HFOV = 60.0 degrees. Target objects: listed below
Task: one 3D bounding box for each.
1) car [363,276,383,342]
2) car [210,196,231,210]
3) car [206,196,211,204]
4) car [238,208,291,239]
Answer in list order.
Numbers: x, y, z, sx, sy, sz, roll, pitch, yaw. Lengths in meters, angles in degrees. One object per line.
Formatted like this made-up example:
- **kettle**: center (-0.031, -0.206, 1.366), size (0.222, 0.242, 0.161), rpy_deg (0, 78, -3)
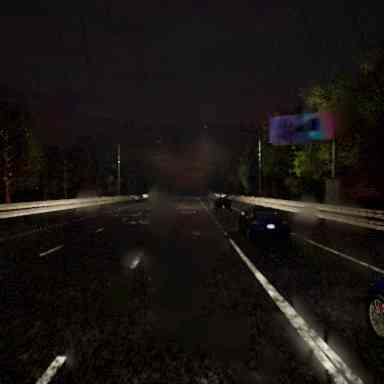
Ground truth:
- **car**: center (3.751, 1.513, 3.458), size (1.812, 1.442, 4.674), rpy_deg (0, 0, -2)
- **car**: center (3.494, 1.351, 39.299), size (1.837, 1.490, 4.892), rpy_deg (0, 0, 0)
- **car**: center (3.491, 1.328, 57.158), size (2.033, 1.411, 5.357), rpy_deg (0, 0, 0)
- **car**: center (3.512, 1.501, 16.842), size (1.994, 1.385, 4.181), rpy_deg (0, 0, 0)
